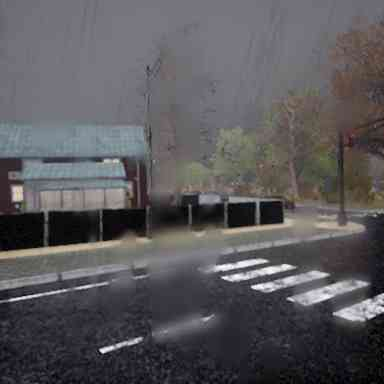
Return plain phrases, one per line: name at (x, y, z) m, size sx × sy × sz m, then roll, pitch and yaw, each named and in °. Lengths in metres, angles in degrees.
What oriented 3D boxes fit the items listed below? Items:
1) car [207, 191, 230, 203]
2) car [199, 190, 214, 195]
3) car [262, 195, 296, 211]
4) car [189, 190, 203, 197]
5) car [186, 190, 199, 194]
car at (4.309, 0.939, 48.774) m, size 2.033 × 1.411 × 5.357 m, roll -2°, pitch 1°, yaw -15°
car at (3.430, 0.477, 63.011) m, size 2.097 × 1.767 × 4.553 m, roll -2°, pitch 1°, yaw -15°
car at (8.423, 1.059, 33.297) m, size 1.882 × 1.535 × 5.008 m, roll -2°, pitch 1°, yaw -15°
car at (0.842, 0.340, 72.704) m, size 1.837 × 1.490 × 4.892 m, roll -2°, pitch 1°, yaw -15°
car at (-0.302, 0.740, 66.366) m, size 1.837 × 1.490 × 4.892 m, roll -2°, pitch 1°, yaw -15°
